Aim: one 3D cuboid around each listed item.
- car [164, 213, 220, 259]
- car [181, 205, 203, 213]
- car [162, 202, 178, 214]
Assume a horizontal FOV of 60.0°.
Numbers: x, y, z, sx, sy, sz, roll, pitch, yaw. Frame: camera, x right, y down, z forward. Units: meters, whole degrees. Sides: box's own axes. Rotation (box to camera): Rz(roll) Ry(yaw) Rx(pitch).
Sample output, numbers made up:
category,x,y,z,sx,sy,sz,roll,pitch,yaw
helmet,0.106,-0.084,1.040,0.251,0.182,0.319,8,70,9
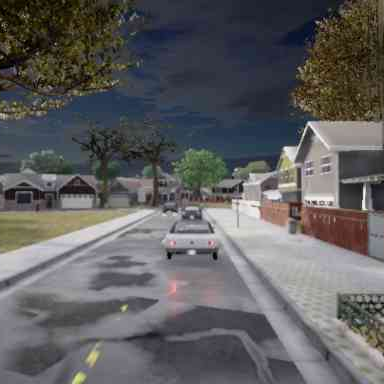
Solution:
category,x,y,z,sx,sy,sz,roll,pitch,yaw
car,0.012,1.742,13.250,1.895,1.301,4.718,0,-1,0
car,0.015,1.835,28.894,1.812,1.442,4.674,0,0,1
car,-2.772,2.016,43.347,2.033,1.411,5.357,0,-1,0
